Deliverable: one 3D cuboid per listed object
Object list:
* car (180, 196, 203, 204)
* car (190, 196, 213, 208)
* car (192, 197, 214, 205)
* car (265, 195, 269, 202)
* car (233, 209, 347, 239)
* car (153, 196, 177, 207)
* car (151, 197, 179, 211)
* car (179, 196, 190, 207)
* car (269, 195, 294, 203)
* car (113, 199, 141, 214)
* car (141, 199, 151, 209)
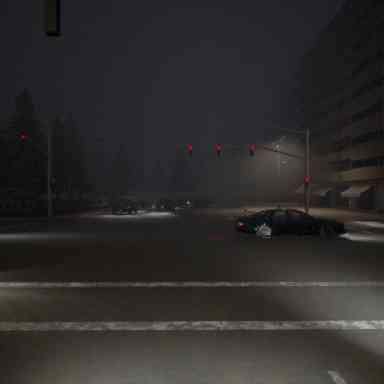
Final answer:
[{"bbox_3d":[-0.023,1.491,63.087,2.128,1.511,4.902,0,0,32],"label":"car"},{"bbox_3d":[1.641,1.491,49.166,2.128,1.511,4.902,0,0,14],"label":"car"},{"bbox_3d":[1.991,1.601,59.544,1.895,1.301,4.718,0,0,31],"label":"car"},{"bbox_3d":[17.851,1.355,71.357,4.553,1.767,2.097,0,0,-30],"label":"car"},{"bbox_3d":[4.767,1.558,16.693,5.357,1.411,2.033,0,0,0],"label":"car"},{"bbox_3d":[-4.280,1.491,53.926,2.128,1.511,4.902,0,0,20],"label":"car"},{"bbox_3d":[-3.217,1.491,40.587,2.128,1.511,4.902,0,0,4],"label":"car"},{"bbox_3d":[-1.902,1.547,50.317,2.033,1.411,5.357,0,0,15],"label":"car"},{"bbox_3d":[18.506,1.478,67.505,5.008,1.535,1.882,0,0,-33],"label":"car"},{"bbox_3d":[-6.952,1.526,35.004,1.812,1.442,4.674,0,0,2],"label":"car"},{"bbox_3d":[-6.407,1.601,44.083,1.895,1.301,4.718,0,0,6],"label":"car"}]
